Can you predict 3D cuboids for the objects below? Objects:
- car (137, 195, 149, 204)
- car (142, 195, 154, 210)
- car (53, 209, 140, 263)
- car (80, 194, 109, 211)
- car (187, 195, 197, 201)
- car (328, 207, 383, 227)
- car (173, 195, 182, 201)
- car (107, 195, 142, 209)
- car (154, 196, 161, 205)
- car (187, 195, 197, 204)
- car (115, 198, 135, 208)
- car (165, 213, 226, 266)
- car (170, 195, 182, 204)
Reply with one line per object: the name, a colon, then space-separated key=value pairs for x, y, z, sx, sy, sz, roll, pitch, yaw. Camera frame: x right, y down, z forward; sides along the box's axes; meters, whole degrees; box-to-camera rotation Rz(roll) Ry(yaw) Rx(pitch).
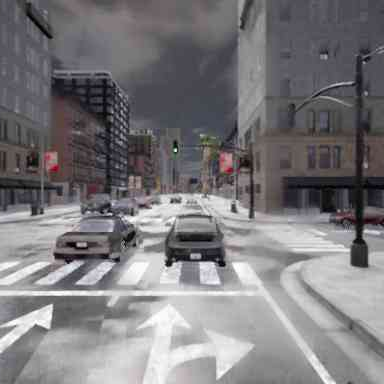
car: x=-9.744 y=1.473 z=66.452 sx=1.837 sy=1.490 sz=4.892 roll=0 pitch=0 yaw=0
car: x=-6.579 y=1.476 z=43.995 sx=1.882 sy=1.535 sz=5.008 roll=0 pitch=0 yaw=0
car: x=-3.147 y=1.550 z=12.001 sx=2.033 sy=1.411 sz=5.357 roll=0 pitch=0 yaw=0
car: x=-9.840 y=1.225 z=34.666 sx=2.150 sy=2.045 sz=5.566 roll=0 pitch=0 yaw=-1
car: x=0.007 y=1.335 z=74.433 sx=2.033 sy=1.411 sz=5.357 roll=0 pitch=0 yaw=0
car: x=11.300 y=1.640 z=22.078 sx=4.206 sy=1.307 sz=1.802 roll=0 pitch=0 yaw=2
car: x=-3.242 y=1.390 z=74.463 sx=1.895 sy=1.301 sz=4.718 roll=0 pitch=0 yaw=0
car: x=-6.558 y=1.357 z=32.892 sx=2.097 sy=1.767 sz=4.553 roll=0 pitch=0 yaw=-1
car: x=-6.536 y=1.483 z=59.228 sx=1.837 sy=1.490 sz=4.892 roll=0 pitch=2 yaw=1
car: x=0.007 y=1.503 z=64.431 sx=1.812 sy=1.442 sz=4.674 roll=0 pitch=0 yaw=0
car: x=-9.799 y=1.595 z=49.065 sx=1.895 sy=1.301 sz=4.718 roll=0 pitch=0 yaw=0
car: x=0.101 y=1.510 z=11.606 sx=1.837 sy=1.490 sz=4.892 roll=0 pitch=0 yaw=0
car: x=-3.242 y=1.503 z=64.431 sx=1.812 sy=1.442 sz=4.674 roll=0 pitch=0 yaw=0
